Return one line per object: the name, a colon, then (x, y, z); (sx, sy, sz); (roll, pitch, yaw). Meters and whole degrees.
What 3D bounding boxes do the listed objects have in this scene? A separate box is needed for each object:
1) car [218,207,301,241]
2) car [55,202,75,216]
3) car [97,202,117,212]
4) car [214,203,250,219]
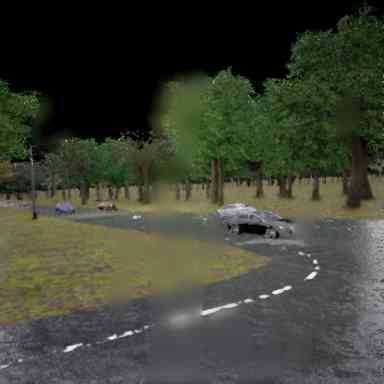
car: (4.155, 1.921, 19.975); (2.128, 1.511, 4.902); (-4, 1, -36)
car: (-21.012, 2.732, 54.911); (2.150, 2.045, 5.566); (-4, 1, -34)
car: (-15.004, 2.481, 58.386); (2.097, 1.767, 4.553); (-4, 1, -36)
car: (4.101, 1.841, 31.976); (1.812, 1.442, 4.674); (-4, 1, -36)
